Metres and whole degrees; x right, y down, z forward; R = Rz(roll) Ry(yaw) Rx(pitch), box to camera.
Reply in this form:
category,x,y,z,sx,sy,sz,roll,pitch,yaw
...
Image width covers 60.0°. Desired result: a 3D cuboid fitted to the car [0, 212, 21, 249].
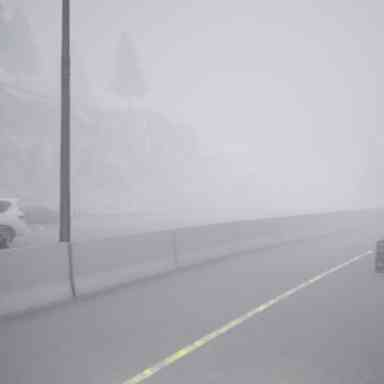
category,x,y,z,sx,sy,sz,roll,pitch,yaw
car,-7.761,1.505,9.124,2.128,1.511,4.902,0,0,38

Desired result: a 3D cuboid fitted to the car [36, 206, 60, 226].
category,x,y,z,sx,sy,sz,roll,pitch,yaw
car,-10.895,1.598,21.870,2.033,1.411,5.357,0,0,41

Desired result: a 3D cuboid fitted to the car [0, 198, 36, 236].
category,x,y,z,sx,sy,sz,roll,pitch,yaw
car,-9.372,1.244,12.775,2.150,2.045,5.566,0,0,39

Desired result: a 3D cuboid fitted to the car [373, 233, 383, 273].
category,x,y,z,sx,sy,sz,roll,pitch,yaw
car,6.940,1.556,10.022,1.837,1.490,4.892,0,0,42
